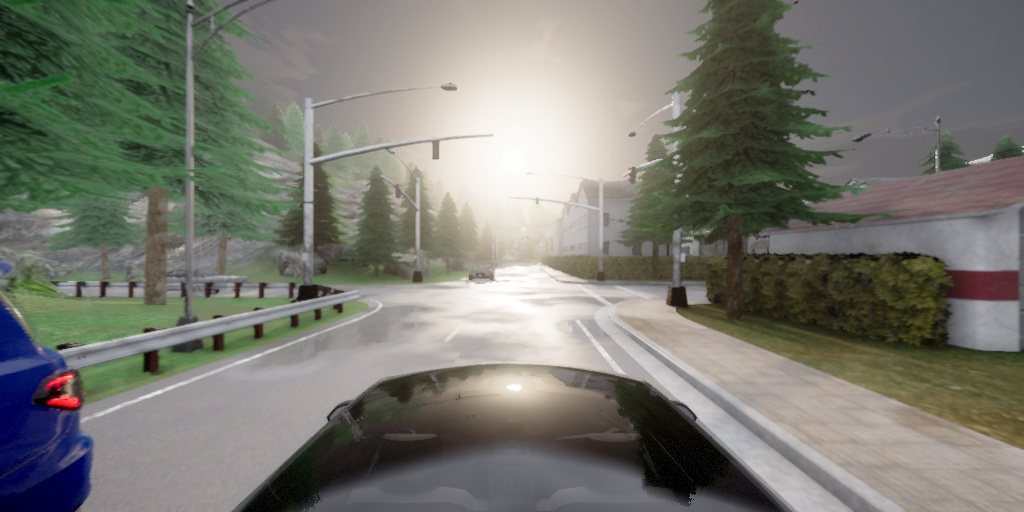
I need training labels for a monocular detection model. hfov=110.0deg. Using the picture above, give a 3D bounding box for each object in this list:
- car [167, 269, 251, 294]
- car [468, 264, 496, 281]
[{"bbox_3d":[-17.452,1.382,20.014,4.718,1.301,1.895,0,0,2],"label":"car"},{"bbox_3d":[-2.474,1.398,30.591,1.994,1.385,4.181,0,0,2],"label":"car"}]
